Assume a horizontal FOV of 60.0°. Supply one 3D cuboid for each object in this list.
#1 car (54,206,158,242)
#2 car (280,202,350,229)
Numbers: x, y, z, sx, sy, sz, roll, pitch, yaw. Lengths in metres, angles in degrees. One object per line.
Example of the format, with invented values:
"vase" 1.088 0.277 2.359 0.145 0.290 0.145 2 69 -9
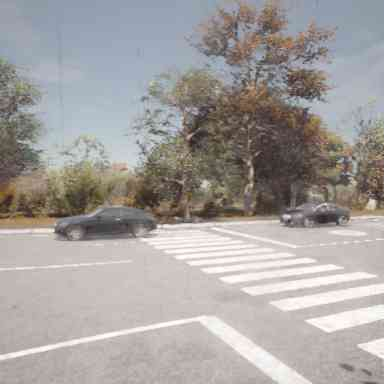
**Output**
"car" -3.888 1.376 15.434 4.674 1.442 1.812 1 0 -25
"car" 7.837 1.421 21.126 4.902 1.511 2.128 0 1 -26
